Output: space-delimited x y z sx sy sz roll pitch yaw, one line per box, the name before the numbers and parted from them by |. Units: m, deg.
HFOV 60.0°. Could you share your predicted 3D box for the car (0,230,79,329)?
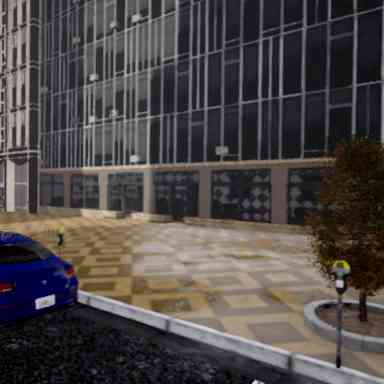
car | -4.078 1.475 6.355 4.674 1.442 1.812 1 0 36
